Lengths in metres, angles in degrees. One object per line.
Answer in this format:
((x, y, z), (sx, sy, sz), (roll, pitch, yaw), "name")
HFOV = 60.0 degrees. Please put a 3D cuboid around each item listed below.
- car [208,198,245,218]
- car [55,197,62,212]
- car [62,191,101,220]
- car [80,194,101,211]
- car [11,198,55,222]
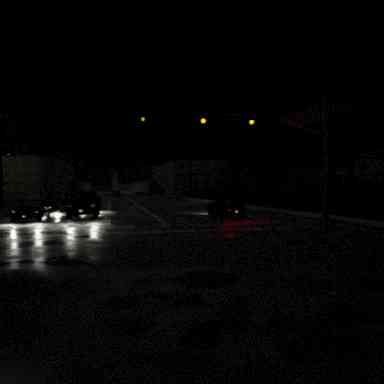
((2.586, 1.155, 25.631), (1.812, 1.442, 4.674), (-1, 1, -14), "car")
((-13.670, 1.238, 32.740), (1.994, 1.385, 4.181), (-1, 1, -13), "car")
((-8.449, 0.943, 26.046), (2.150, 2.045, 5.566), (-1, 1, -13), "car")
((-10.747, 1.087, 35.554), (1.882, 1.535, 5.008), (-1, 1, -13), "car")
((-11.609, 1.301, 24.235), (1.812, 1.442, 4.674), (-1, 1, -13), "car")
